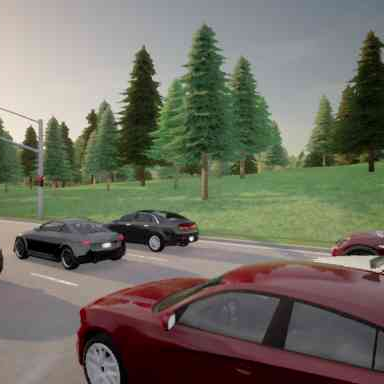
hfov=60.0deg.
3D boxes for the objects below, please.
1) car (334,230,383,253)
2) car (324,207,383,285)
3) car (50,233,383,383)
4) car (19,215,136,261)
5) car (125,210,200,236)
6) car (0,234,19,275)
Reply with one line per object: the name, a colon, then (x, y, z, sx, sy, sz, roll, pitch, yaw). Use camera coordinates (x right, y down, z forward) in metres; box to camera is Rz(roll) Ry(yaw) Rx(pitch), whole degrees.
car: (4.041, 1.526, 5.405, 4.674, 1.442, 1.812, 0, 0, 35)
car: (5.967, 1.351, 8.331, 4.553, 1.767, 2.097, 0, 0, 36)
car: (0.885, 1.478, 3.358, 5.008, 1.535, 1.882, -1, 0, 36)
car: (-4.163, 1.564, 11.143, 4.181, 1.385, 1.994, 0, 0, 36)
car: (-1.984, 1.505, 13.890, 4.892, 1.490, 1.837, 0, 0, 36)
car: (-6.628, 1.526, 8.615, 4.674, 1.442, 1.812, 0, 0, 36)
